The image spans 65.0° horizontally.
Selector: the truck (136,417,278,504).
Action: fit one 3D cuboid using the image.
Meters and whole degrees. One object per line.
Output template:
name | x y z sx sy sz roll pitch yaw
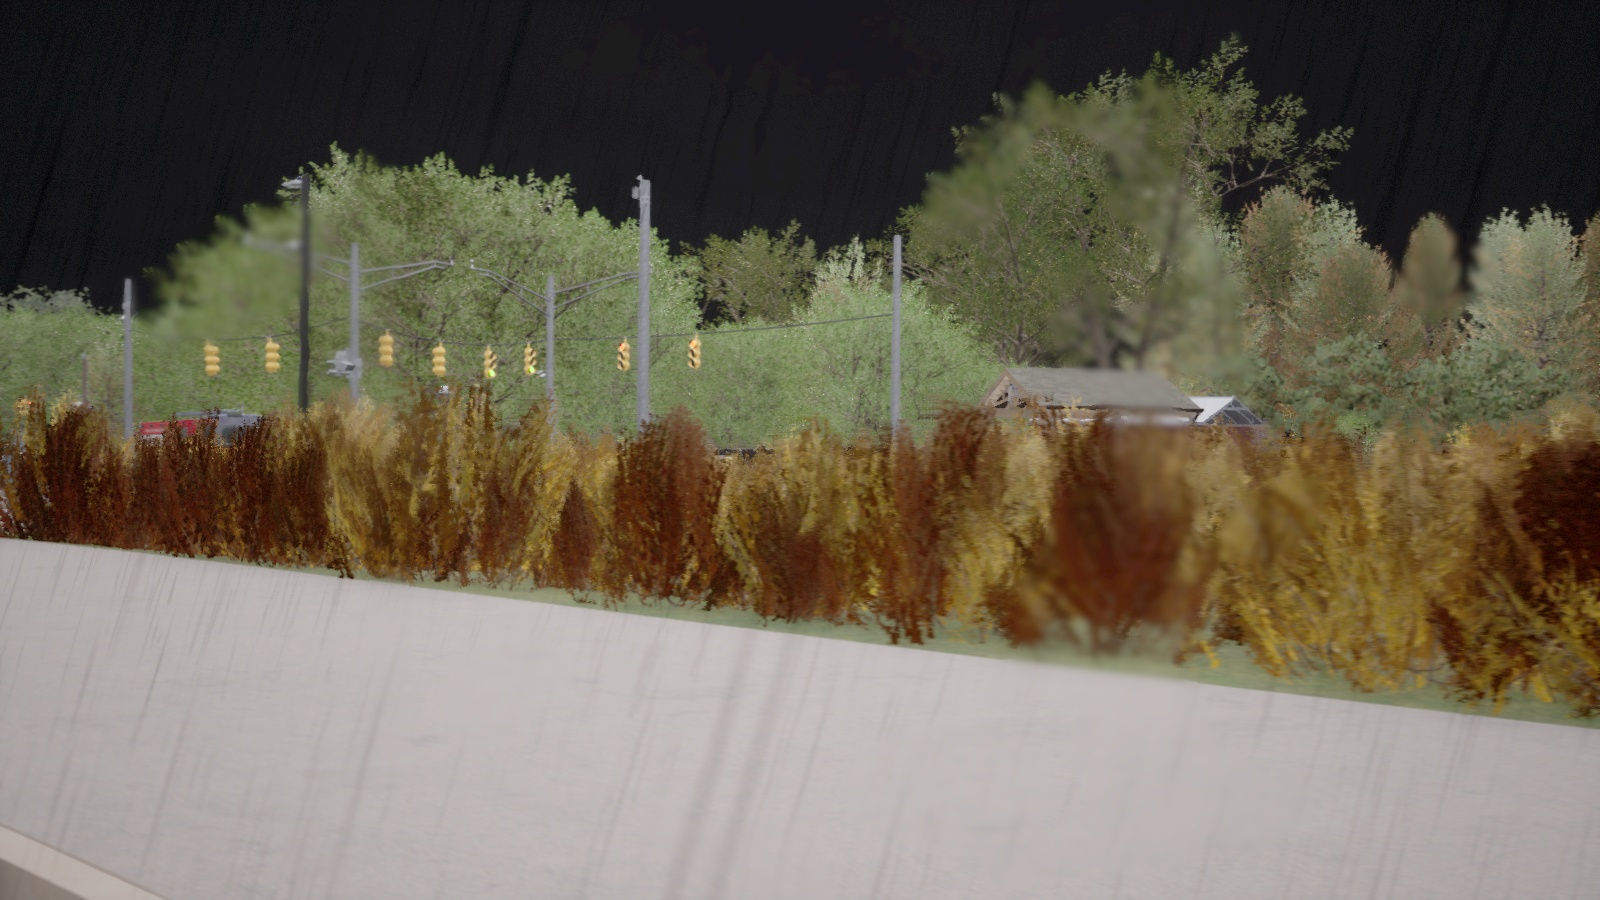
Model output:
truck | -28.306 0.544 59.699 8.468 3.827 2.891 -2 0 42
